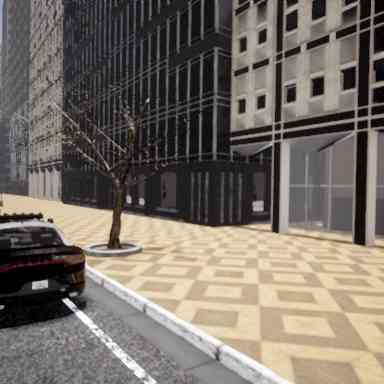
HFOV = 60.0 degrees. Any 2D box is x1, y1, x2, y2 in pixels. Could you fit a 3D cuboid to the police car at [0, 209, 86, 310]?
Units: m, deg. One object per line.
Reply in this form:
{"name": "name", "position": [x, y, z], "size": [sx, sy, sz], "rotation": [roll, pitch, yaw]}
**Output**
{"name": "police car", "position": [-4.042, 1.295, 7.593], "size": [1.930, 1.638, 5.238], "rotation": [0, 1, -36]}
